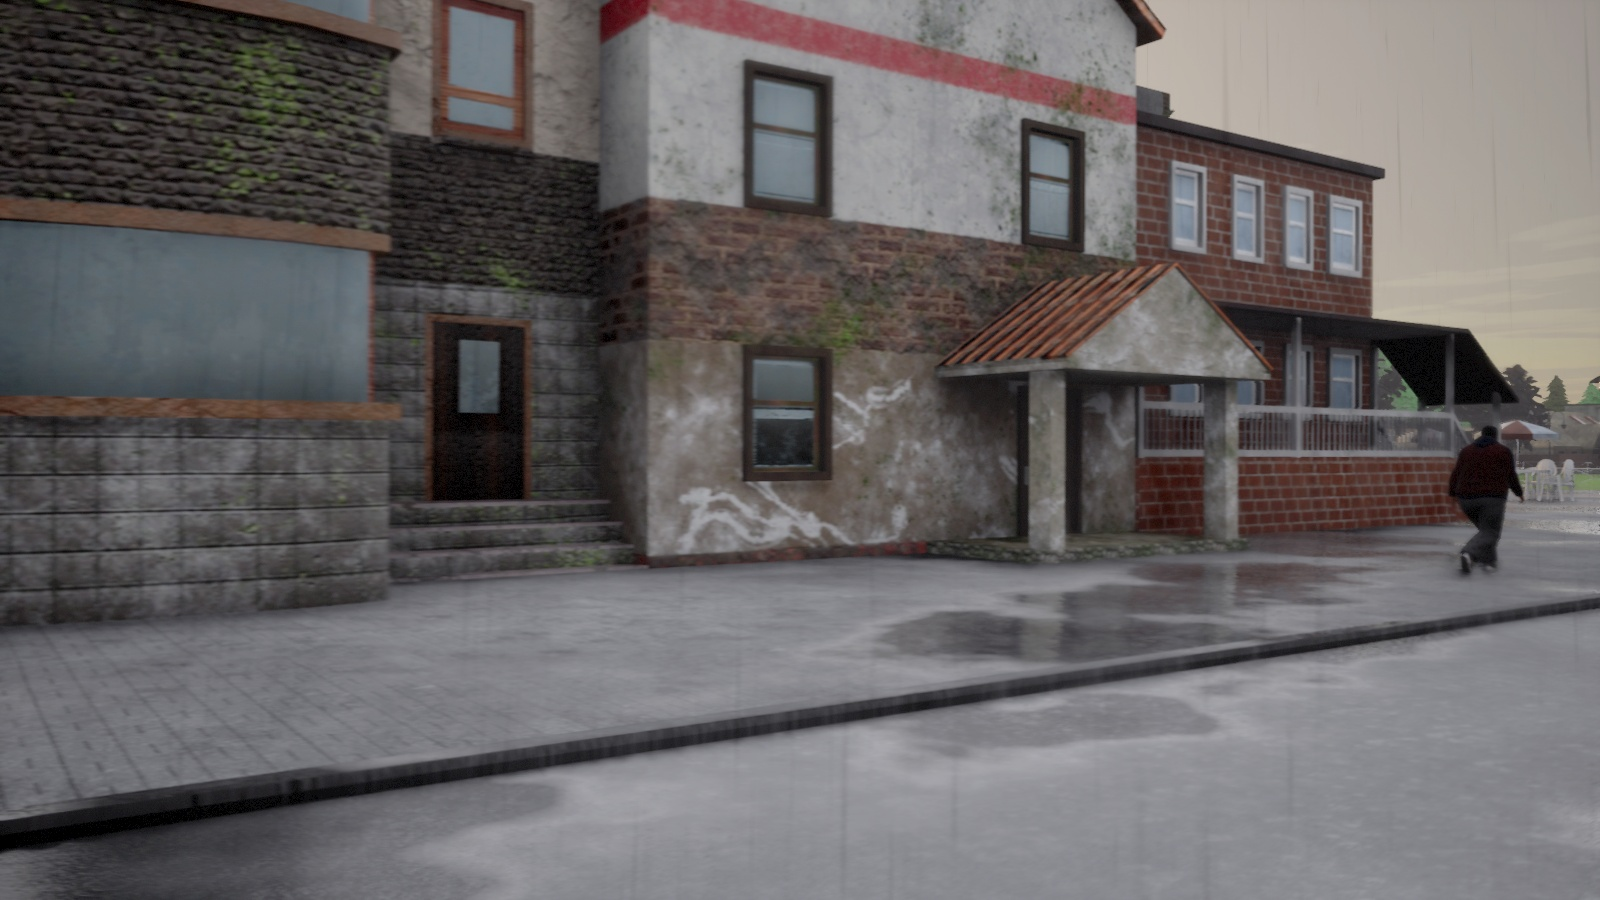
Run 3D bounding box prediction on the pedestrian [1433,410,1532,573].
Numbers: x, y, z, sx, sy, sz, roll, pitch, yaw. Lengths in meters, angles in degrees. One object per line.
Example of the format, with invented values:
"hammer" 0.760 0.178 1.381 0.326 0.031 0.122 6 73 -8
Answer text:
"pedestrian" 7.999 0.474 14.718 0.899 1.844 0.634 0 0 -30
